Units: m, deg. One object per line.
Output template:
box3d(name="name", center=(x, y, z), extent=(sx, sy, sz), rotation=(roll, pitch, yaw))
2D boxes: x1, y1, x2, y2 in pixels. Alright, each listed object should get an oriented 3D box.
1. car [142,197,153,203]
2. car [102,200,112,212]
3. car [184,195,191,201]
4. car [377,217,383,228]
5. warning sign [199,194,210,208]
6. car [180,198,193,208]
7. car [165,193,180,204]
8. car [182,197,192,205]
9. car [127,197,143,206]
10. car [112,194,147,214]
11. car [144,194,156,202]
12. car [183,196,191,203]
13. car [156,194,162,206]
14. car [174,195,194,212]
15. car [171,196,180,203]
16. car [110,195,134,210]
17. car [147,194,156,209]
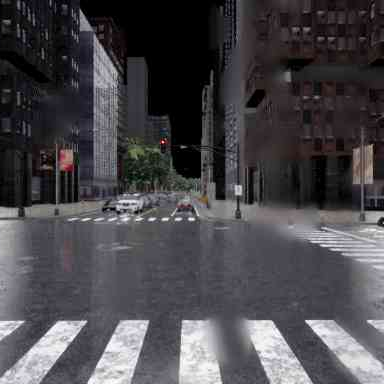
box3d(name="car", center=(-9.533, 1.669, 71.439), extent=(1.802, 1.307, 4.206), rotation=(0, 0, -1))
box3d(name="car", center=(-9.235, 1.574, 38.884), extent=(1.947, 1.339, 4.313), rotation=(0, 0, -1))
box3d(name="car", center=(-1.157, 1.574, 87.782), extent=(1.967, 1.590, 4.097), rotation=(0, 0, -1))
box3d(name="car", center=(14.096, 1.787, 20.943), extent=(4.181, 1.385, 1.994), rotation=(1, 0, 0))
box3d(name="warning sign", center=(1.567, 1.132, 42.650), extent=(1.300, 1.860, 1.060), rotation=(0, 0, -1))
box3d(name="car", center=(-0.809, 1.614, 49.808), extent=(1.802, 1.307, 4.206), rotation=(0, 0, -1))
box3d(name="car", center=(-3.614, 1.562, 65.602), extent=(2.128, 1.511, 4.902), rotation=(0, 0, 0))
box3d(name="car", center=(-0.909, 1.603, 60.658), extent=(1.887, 1.381, 4.507), rotation=(0, 0, -1))
box3d(name="car", center=(-9.382, 1.570, 54.991), extent=(1.752, 1.417, 4.829), rotation=(0, 0, -1))
box3d(name="car", center=(-6.540, 1.223, 35.522), extent=(2.150, 2.045, 5.566), rotation=(0, 0, -1))
box3d(name="car", center=(-9.583, 1.417, 76.865), extent=(2.192, 1.841, 5.009), rotation=(0, 0, -1))
box3d(name="car", center=(-1.009, 1.612, 71.677), extent=(1.752, 1.417, 4.829), rotation=(0, 0, -1))
box3d(name="car", center=(-6.709, 1.398, 55.748), extent=(2.097, 1.767, 4.553), rotation=(0, 0, 0))
box3d(name="car", center=(-0.711, 1.448, 38.959), extent=(1.967, 1.590, 4.097), rotation=(0, 0, -1))
box3d(name="car", center=(-3.803, 1.694, 75.790), extent=(1.895, 1.301, 4.718), rotation=(0, 0, -1))
box3d(name="car", center=(-9.285, 1.335, 44.310), extent=(2.192, 1.841, 5.009), rotation=(0, 0, -1))
box3d(name="car", center=(-6.627, 1.375, 45.547), extent=(2.097, 1.767, 4.553), rotation=(0, 0, 0))
